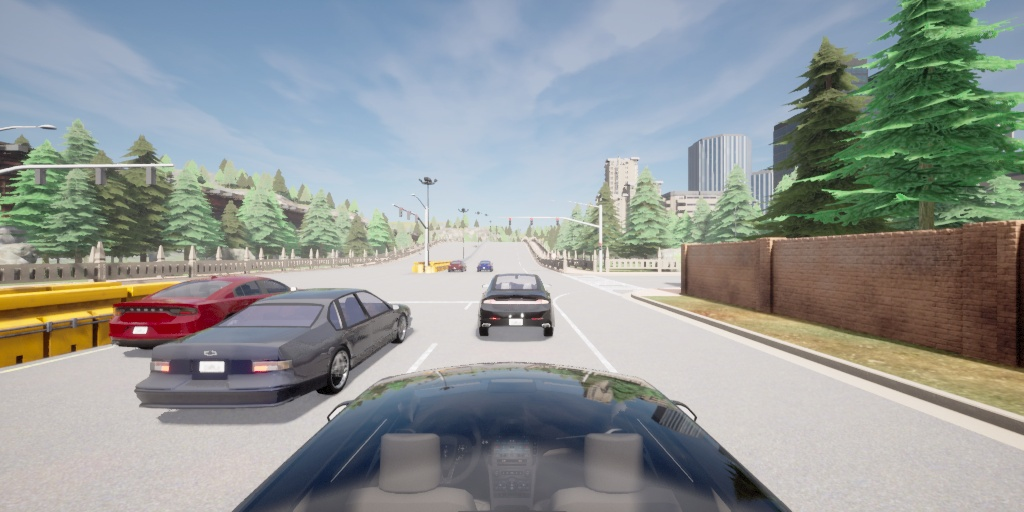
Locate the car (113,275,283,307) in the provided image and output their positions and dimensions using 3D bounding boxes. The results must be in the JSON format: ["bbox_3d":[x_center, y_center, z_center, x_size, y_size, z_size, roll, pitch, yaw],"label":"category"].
[{"bbox_3d":[-6.897,1.228,9.129,1.882,1.535,5.008,0,0,0],"label":"car"}]

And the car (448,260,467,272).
[{"bbox_3d":[-6.879,1.276,45.324,1.812,1.442,4.674,0,0,0],"label":"car"}]

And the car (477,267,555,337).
[{"bbox_3d":[0.132,1.242,10.310,2.128,1.511,4.902,0,0,1],"label":"car"}]

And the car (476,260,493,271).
[{"bbox_3d":[-3.384,1.276,45.720,1.812,1.442,4.674,0,0,0],"label":"car"}]

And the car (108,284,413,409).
[{"bbox_3d":[-3.397,1.297,6.565,2.033,1.411,5.357,0,0,0],"label":"car"}]
